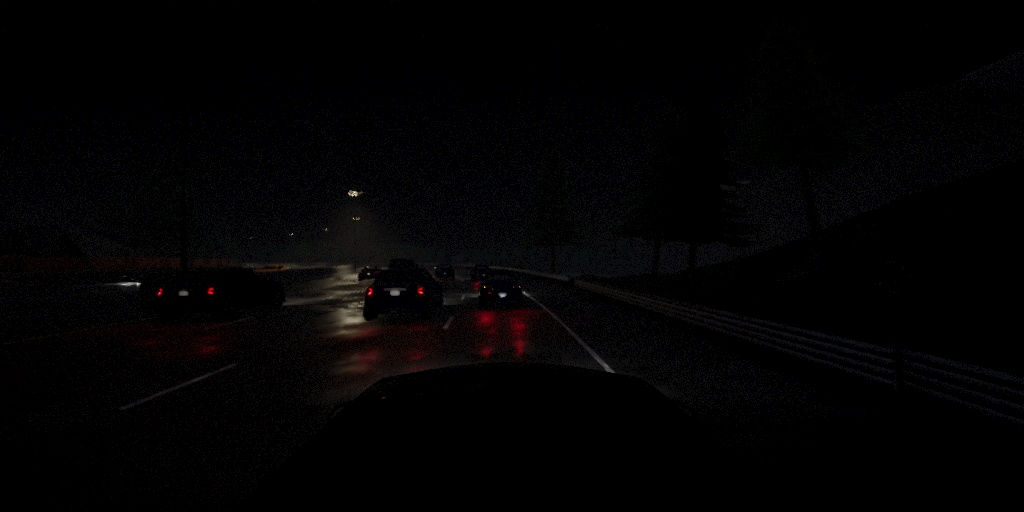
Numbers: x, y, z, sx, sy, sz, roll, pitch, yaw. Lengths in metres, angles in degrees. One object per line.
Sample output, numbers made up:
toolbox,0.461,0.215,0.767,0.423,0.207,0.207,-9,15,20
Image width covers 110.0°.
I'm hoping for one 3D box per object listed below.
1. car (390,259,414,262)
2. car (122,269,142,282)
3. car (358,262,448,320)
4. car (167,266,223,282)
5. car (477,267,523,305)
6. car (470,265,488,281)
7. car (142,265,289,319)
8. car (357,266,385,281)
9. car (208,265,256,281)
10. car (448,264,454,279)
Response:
car,-9.407,1.276,31.094,2.150,2.045,5.566,0,0,-10
car,-35.649,1.801,35.699,2.033,1.411,5.357,0,0,-13
car,-3.860,1.224,13.519,2.097,1.767,4.553,0,-1,-4
car,-32.335,1.791,36.852,2.033,1.411,5.357,0,0,-13
car,-0.582,1.405,16.748,1.812,1.442,4.674,0,0,-5
car,-2.999,1.571,34.793,1.812,1.442,4.674,0,0,-10
car,-10.898,1.270,13.850,2.097,1.767,4.553,0,-1,-4
car,-13.961,1.685,35.781,1.994,1.385,4.181,0,0,-12
car,-28.851,1.715,37.162,2.128,1.511,4.902,0,0,-13
car,-7.007,1.567,37.086,1.882,1.535,5.008,0,0,-12
